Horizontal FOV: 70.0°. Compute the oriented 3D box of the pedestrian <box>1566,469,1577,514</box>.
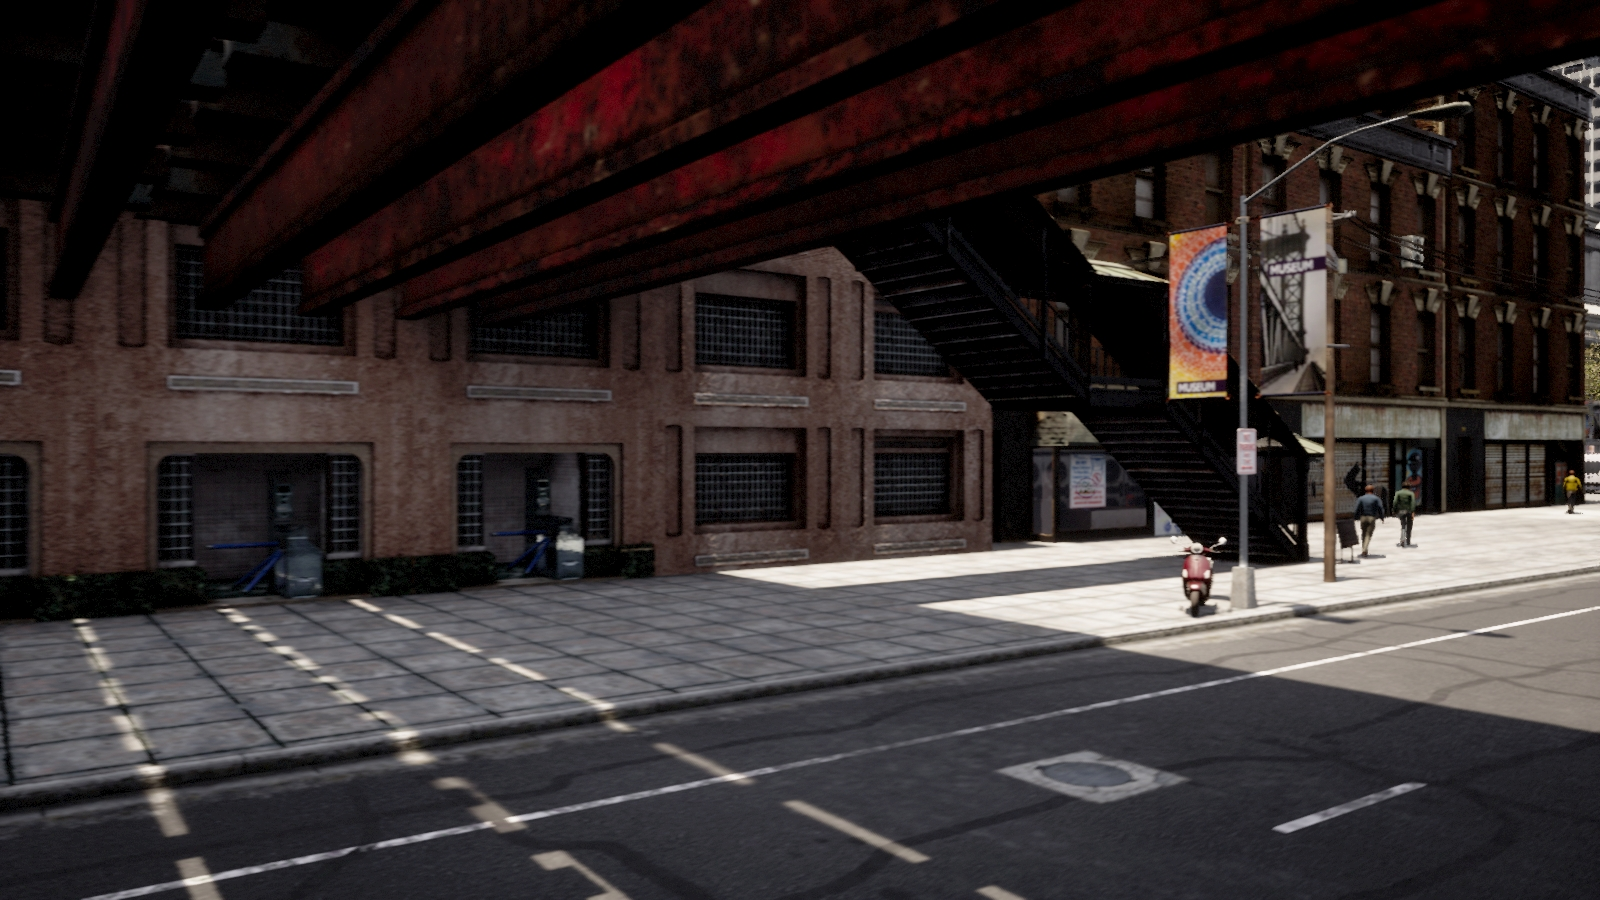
[{"bbox_3d":[31.893,1.699,47.208,0.375,1.860,0.375,0,0,34],"label":"pedestrian"}]

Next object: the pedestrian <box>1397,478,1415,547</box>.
[{"bbox_3d":[16.484,1.698,31.096,0.375,1.860,0.375,0,0,38],"label":"pedestrian"}]

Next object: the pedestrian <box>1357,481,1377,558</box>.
[{"bbox_3d":[13.898,1.698,28.024,0.375,1.860,0.375,0,0,37],"label":"pedestrian"}]
